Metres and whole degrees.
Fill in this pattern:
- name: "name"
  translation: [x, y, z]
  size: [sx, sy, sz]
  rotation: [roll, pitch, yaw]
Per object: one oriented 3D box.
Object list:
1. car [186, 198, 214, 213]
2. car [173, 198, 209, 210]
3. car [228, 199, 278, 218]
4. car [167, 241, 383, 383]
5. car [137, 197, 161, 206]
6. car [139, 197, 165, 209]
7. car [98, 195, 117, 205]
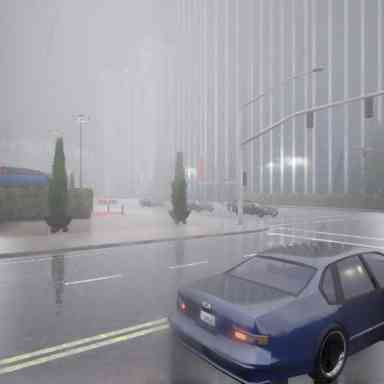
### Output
- name: "car"
  translation: [0.521, 1.526, 38.149]
  size: [1.812, 1.442, 4.674]
  rotation: [0, 0, -36]
- name: "car"
  translation: [-0.220, 1.547, 45.104]
  size: [2.033, 1.411, 5.357]
  rotation: [0, 0, -36]
- name: "car"
  translation: [5.809, 1.526, 30.752]
  size: [1.812, 1.442, 4.674]
  rotation: [0, 0, -34]
- name: "car"
  translation: [2.243, 1.547, 5.402]
  size: [5.357, 1.411, 2.033]
  rotation: [0, 0, -35]
- name: "car"
  translation: [-7.085, 1.525, 54.625]
  size: [1.812, 1.442, 4.674]
  rotation: [0, 0, -36]
- name: "car"
  translation: [-5.553, 1.503, 46.514]
  size: [1.837, 1.490, 4.892]
  rotation: [0, 0, -36]
- name: "car"
  translation: [-15.200, 1.350, 59.986]
  size: [2.097, 1.767, 4.553]
  rotation: [0, 0, -36]
